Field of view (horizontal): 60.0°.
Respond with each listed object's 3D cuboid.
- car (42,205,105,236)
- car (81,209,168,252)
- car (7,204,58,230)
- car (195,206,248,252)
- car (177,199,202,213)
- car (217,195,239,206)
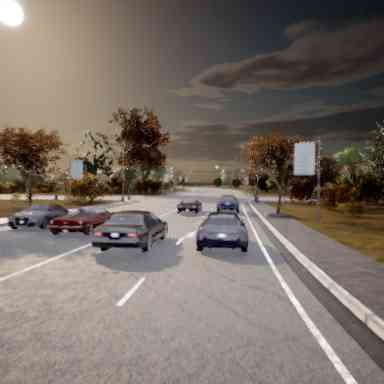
[{"bbox_3d":[-5.581,1.469,17.527,1.895,1.301,4.718,0,1,7],"label":"car"},{"bbox_3d":[-2.309,1.475,13.640,2.033,1.411,5.357,0,0,7],"label":"car"},{"bbox_3d":[-8.842,1.386,19.694,1.994,1.385,4.181,0,1,7],"label":"car"},{"bbox_3d":[1.285,1.514,13.874,1.994,1.385,4.181,0,1,6],"label":"car"},{"bbox_3d":[-0.139,1.277,31.482,1.895,1.301,4.718,0,1,7],"label":"car"},{"bbox_3d":[3.519,1.026,32.540,2.097,1.767,4.553,0,1,7],"label":"car"}]
